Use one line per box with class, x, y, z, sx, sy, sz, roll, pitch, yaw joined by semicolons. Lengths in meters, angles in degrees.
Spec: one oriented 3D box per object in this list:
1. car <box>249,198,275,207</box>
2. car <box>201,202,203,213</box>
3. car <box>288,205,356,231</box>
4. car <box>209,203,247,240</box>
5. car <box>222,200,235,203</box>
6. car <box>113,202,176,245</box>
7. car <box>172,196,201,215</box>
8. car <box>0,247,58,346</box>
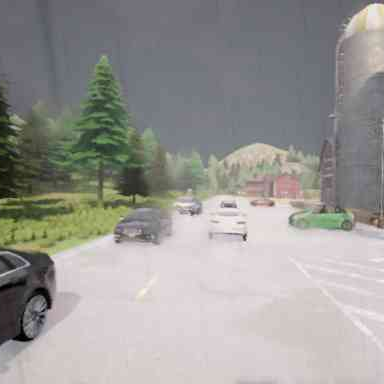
car;11.498;1.688;54.575;4.181;1.381;1.994;1;0;6
car;-0.084;1.277;32.690;2.097;1.767;4.553;1;0;7
car;8.361;1.626;21.712;3.988;1.617;1.851;1;0;6
car;1.875;1.532;17.262;1.812;1.442;4.674;1;0;7
car;4.365;1.611;39.872;1.895;1.301;4.718;1;0;7
car;-2.054;1.426;15.217;1.837;1.490;4.892;1;0;6
car;-0.610;1.105;27.335;1.812;1.442;4.674;1;0;6
car;-3.335;1.411;3.620;2.128;1.511;4.902;1;0;6
